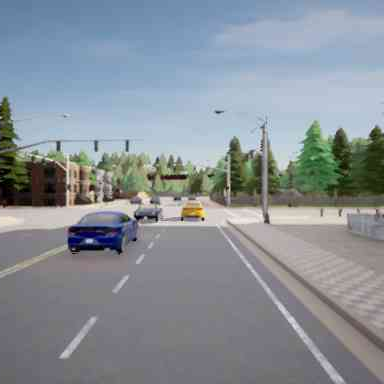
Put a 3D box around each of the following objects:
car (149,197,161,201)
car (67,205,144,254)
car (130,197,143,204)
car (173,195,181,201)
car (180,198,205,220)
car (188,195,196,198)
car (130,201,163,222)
[{"bbox_3d":[-7.011,1.650,62.987,1.837,1.490,4.892,0,0,1],"label":"car"},{"bbox_3d":[-3.445,1.510,13.712,1.882,1.535,5.008,0,0,1],"label":"car"},{"bbox_3d":[-10.509,1.650,62.943,1.837,1.490,4.892,0,0,1],"label":"car"},{"bbox_3d":[-3.483,1.536,80.416,1.837,1.490,4.892,0,0,0],"label":"car"},{"bbox_3d":[0.061,1.545,28.815,1.882,1.535,5.008,0,0,0],"label":"car"},{"bbox_3d":[0.017,1.561,80.415,2.128,1.511,4.902,0,0,0],"label":"car"},{"bbox_3d":[-3.453,1.664,27.023,1.895,1.301,4.718,0,0,1],"label":"car"}]
